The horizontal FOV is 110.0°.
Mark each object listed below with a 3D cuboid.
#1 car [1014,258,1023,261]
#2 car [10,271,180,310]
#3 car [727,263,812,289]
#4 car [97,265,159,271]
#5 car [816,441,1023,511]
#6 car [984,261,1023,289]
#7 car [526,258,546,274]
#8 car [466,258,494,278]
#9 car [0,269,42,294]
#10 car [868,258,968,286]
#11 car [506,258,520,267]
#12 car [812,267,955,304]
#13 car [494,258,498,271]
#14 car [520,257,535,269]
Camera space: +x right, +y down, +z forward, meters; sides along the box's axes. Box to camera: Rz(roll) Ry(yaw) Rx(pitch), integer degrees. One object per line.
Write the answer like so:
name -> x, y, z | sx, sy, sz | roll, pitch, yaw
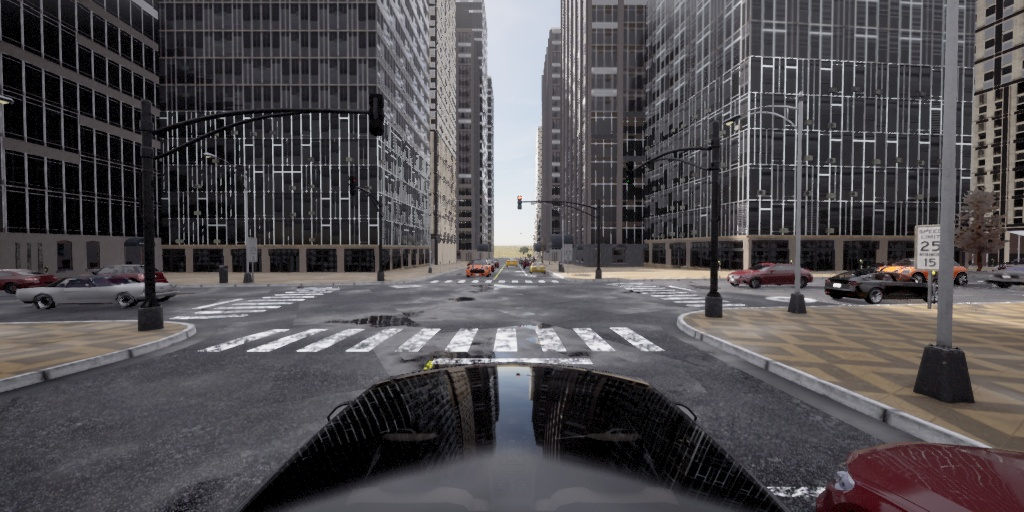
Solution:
car -> 35.349, 0.846, 23.279 | 4.553, 1.767, 2.097 | 0, 1, -5
car -> -17.272, 1.468, 15.209 | 4.718, 1.301, 1.895 | 0, 1, -6
car -> 15.392, 1.135, 21.449 | 4.674, 1.442, 1.812 | 0, 1, -5
car -> -22.578, 1.215, 20.541 | 4.097, 1.591, 1.967 | 0, 0, -5
car -> 2.692, 1.333, 0.408 | 1.802, 1.307, 4.207 | 0, 0, 0
car -> 29.068, 1.145, 19.499 | 5.357, 1.411, 2.033 | 0, 1, -5
car -> 2.806, 1.254, 39.946 | 1.751, 1.417, 4.829 | 0, 0, 0
car -> -3.112, 1.085, 34.291 | 2.097, 1.767, 4.553 | 0, 0, 0
car -> -28.204, 1.390, 20.016 | 4.207, 1.307, 1.802 | 0, 0, -5
car -> 25.340, 0.904, 22.359 | 4.553, 1.767, 2.097 | 0, 1, -5
car -> -0.025, 1.178, 65.005 | 1.882, 1.535, 5.008 | 0, 0, 0
car -> 16.124, 1.294, 15.706 | 4.313, 1.339, 1.948 | 0, 0, -5
car -> -3.115, 1.203, 44.225 | 1.882, 1.535, 5.008 | 0, 0, 0
car -> 2.710, 1.028, 55.027 | 2.192, 1.841, 5.009 | 0, 0, 0
